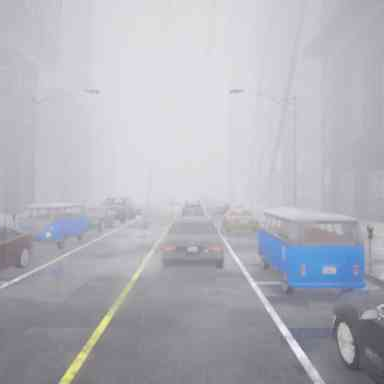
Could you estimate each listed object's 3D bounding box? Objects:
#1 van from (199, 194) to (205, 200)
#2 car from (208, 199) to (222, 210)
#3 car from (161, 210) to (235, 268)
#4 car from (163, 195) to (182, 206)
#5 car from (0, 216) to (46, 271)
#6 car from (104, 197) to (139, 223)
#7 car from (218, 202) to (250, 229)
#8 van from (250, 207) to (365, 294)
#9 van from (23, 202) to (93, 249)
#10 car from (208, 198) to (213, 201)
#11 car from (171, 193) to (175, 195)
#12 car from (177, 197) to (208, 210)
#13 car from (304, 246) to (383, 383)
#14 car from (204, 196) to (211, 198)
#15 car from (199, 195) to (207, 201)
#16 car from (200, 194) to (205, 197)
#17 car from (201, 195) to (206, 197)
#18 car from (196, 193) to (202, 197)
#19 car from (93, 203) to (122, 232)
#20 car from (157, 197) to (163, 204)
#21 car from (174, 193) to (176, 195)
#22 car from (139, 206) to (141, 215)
[{"bbox_3d":[2.769,1.390,92.812,1.690,1.788,3.998,0,0,0],"label":"van"},{"bbox_3d":[2.765,1.588,31.005,1.802,1.307,4.206,0,0,0],"label":"car"},{"bbox_3d":[0.045,1.549,11.209,2.033,1.411,5.357,0,0,1],"label":"car"},{"bbox_3d":[-3.070,1.581,52.945,1.994,1.385,4.181,0,0,0],"label":"car"},{"bbox_3d":[-5.762,1.546,8.519,1.887,1.381,4.507,0,0,0],"label":"car"},{"bbox_3d":[-5.761,1.320,25.374,2.192,1.841,5.009,0,0,0],"label":"car"},{"bbox_3d":[2.764,1.529,19.937,1.752,1.417,4.829,0,0,0],"label":"car"},{"bbox_3d":[2.763,1.342,8.529,1.690,1.788,3.998,0,0,0],"label":"van"},{"bbox_3d":[-5.762,1.344,14.137,1.690,1.788,3.998,0,0,0],"label":"van"},{"bbox_3d":[2.765,1.589,36.623,1.802,1.307,4.206,0,0,0],"label":"car"},{"bbox_3d":[-5.757,1.584,81.558,1.887,1.381,4.507,0,0,0],"label":"car"},{"bbox_3d":[0.071,1.498,29.940,2.128,1.511,4.902,0,0,0],"label":"car"},{"bbox_3d":[2.762,1.551,2.911,2.008,1.369,4.403,0,0,0],"label":"car"},{"bbox_3d":[2.765,1.535,42.412,1.752,1.417,4.829,0,0,0],"label":"car"},{"bbox_3d":[2.769,1.595,87.193,2.008,1.369,4.403,0,0,0],"label":"car"},{"bbox_3d":[2.767,1.566,59.099,1.887,1.381,4.507,0,0,0],"label":"car"},{"bbox_3d":[2.766,1.583,53.480,1.947,1.339,4.313,0,0,0],"label":"car"},{"bbox_3d":[2.393,1.386,71.747,2.097,1.767,4.553,0,0,0],"label":"car"},{"bbox_3d":[-5.761,1.554,19.756,2.008,1.369,4.403,0,0,0],"label":"car"},{"bbox_3d":[-5.758,1.608,64.703,1.802,1.307,4.206,0,0,0],"label":"car"},{"bbox_3d":[-5.756,1.610,87.177,1.947,1.339,4.313,0,0,0],"label":"car"},{"bbox_3d":[-5.760,1.531,30.823,1.752,1.417,4.829,0,0,0],"label":"car"}]
